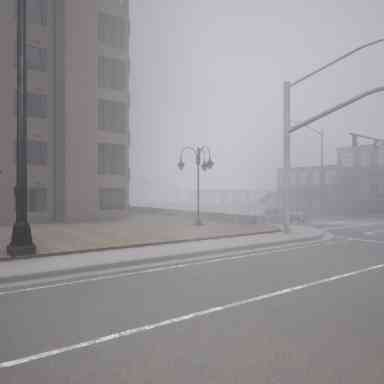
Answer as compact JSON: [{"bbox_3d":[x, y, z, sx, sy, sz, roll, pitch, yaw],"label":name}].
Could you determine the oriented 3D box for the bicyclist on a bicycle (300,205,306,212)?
[{"bbox_3d":[13.549,2.464,40.681,1.656,1.620,0.582,0,-8,-35],"label":"bicyclist on a bicycle"}]

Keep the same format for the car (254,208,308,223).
[{"bbox_3d":[7.934,2.096,29.818,1.895,1.301,4.718,0,-4,-36],"label":"car"}]
